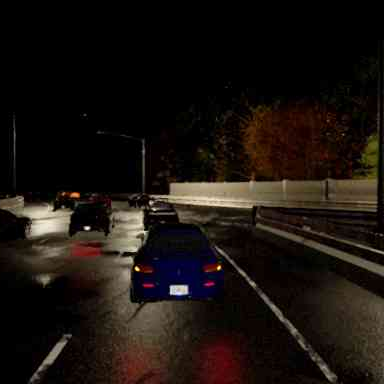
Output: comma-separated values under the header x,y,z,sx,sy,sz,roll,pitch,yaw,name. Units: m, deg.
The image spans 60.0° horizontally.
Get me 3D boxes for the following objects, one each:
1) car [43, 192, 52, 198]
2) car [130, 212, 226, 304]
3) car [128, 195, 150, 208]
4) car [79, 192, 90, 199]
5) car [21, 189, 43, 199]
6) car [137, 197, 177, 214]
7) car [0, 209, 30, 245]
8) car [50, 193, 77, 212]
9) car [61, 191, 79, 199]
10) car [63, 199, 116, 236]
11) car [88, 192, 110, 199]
x,y,z,sx,sy,sz,roll,pitch,yaw,name
-31.167,0.615,71.893,1.994,1.385,4.181,-1,1,-43,car
-0.363,1.438,7.829,1.812,1.442,4.674,0,1,-4,car
-5.744,1.092,37.241,1.837,1.490,4.892,-1,1,-29,car
-18.364,0.822,60.498,2.128,1.511,4.902,0,1,-33,car
-33.802,0.314,69.585,2.150,2.045,5.566,-1,1,-43,car
-1.907,1.275,19.247,2.128,1.511,4.902,0,1,-10,car
-7.922,1.335,12.837,1.882,1.535,5.008,0,1,-8,car
-12.821,1.135,33.407,1.837,1.490,4.892,0,1,-18,car
-25.535,0.463,70.640,2.097,1.767,4.553,0,2,-39,car
-5.071,1.314,17.165,1.837,1.490,4.892,0,1,-10,car
-9.616,1.091,34.863,1.882,1.535,5.008,0,1,-19,car
